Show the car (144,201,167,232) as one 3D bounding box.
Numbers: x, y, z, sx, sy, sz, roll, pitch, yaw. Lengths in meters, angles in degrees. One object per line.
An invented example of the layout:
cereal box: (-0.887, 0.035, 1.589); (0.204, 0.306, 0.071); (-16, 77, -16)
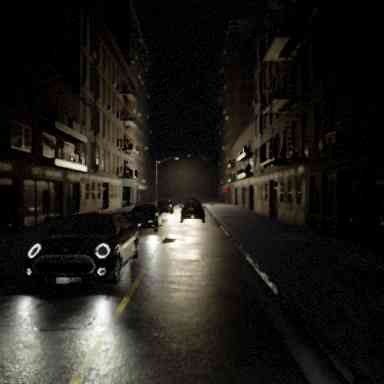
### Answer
car: (-2.795, 1.498, 20.134); (1.837, 1.490, 4.892); (0, 0, 0)

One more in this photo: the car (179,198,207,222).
car: (0.063, 1.499, 25.998); (1.837, 1.490, 4.892); (0, 0, 0)

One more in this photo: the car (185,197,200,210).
car: (0.099, 1.500, 43.346); (1.837, 1.490, 4.892); (0, 0, 0)

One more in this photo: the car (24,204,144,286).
car: (-2.841, 1.348, 9.541); (2.097, 1.767, 4.553); (0, 0, 0)

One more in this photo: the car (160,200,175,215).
car: (-2.773, 1.541, 34.315); (2.033, 1.411, 5.357); (0, 0, 1)
